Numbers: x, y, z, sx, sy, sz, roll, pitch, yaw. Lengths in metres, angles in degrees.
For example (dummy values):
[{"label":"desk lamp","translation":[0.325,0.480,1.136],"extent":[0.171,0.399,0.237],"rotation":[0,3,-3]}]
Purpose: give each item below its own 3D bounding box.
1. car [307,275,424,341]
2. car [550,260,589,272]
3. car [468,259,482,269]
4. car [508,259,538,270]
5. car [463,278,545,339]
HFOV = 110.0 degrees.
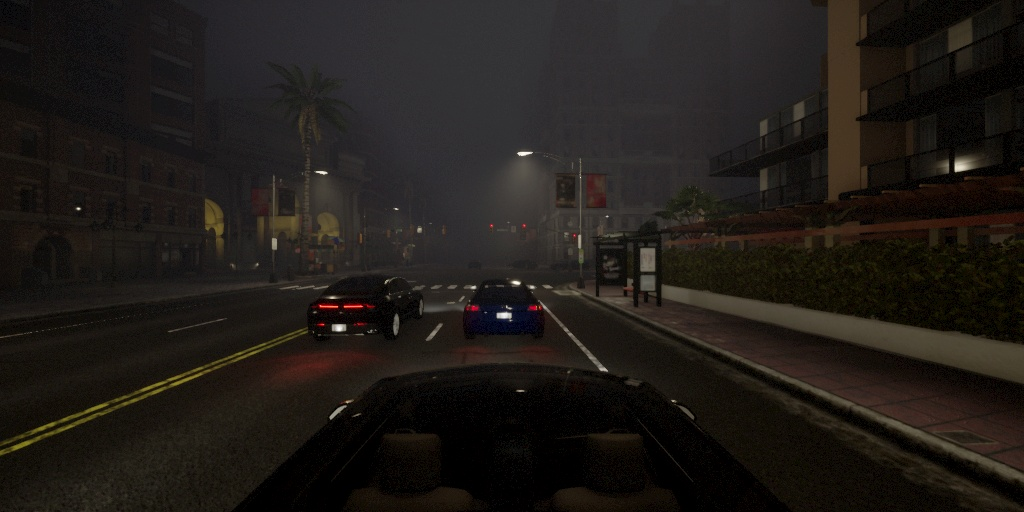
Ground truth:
[{"label":"car","translation":[-3.735,1.255,9.933],"extent":[1.837,1.490,4.892],"rotation":[0,0,-3]},{"label":"car","translation":[7.393,1.230,46.280],"extent":[5.008,1.535,1.882],"rotation":[0,0,-6]},{"label":"car","translation":[-5.588,1.244,54.591],"extent":[2.128,1.511,4.902],"rotation":[0,0,-2]},{"label":"car","translation":[1.556,1.258,53.664],"extent":[4.892,1.490,1.837],"rotation":[0,2,38]},{"label":"car","translation":[-0.246,1.314,10.092],"extent":[1.994,1.385,4.181],"rotation":[0,0,-2]}]
